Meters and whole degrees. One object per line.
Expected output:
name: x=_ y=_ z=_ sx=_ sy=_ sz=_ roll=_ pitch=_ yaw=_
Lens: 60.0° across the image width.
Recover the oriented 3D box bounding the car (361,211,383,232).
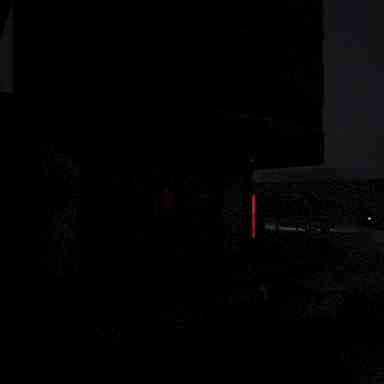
car: x=12.192 y=1.468 z=18.543 sx=4.902 sy=1.511 sz=2.128 roll=0 pitch=1 yaw=26
